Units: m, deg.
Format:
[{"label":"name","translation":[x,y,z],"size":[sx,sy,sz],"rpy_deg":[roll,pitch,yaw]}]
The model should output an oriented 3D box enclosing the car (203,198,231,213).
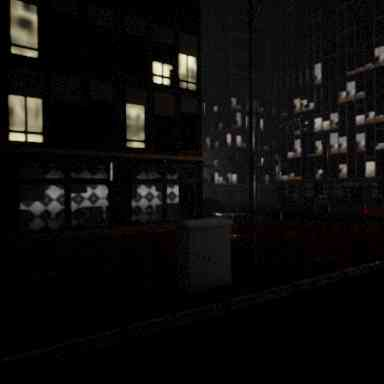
[{"label":"car","translation":[2.133,1.408,35.931],"size":[1.882,1.535,5.008],"rpy_deg":[-1,1,-35]}]
